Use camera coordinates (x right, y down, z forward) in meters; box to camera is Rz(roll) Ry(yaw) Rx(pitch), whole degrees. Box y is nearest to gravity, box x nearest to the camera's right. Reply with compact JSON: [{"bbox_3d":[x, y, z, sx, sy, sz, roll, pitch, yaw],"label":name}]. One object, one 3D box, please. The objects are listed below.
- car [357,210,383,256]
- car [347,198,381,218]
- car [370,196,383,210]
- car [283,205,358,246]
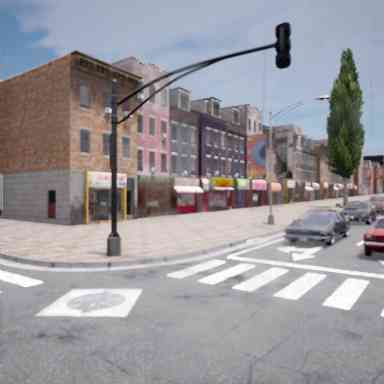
[{"bbox_3d":[7.724,1.580,12.403,1.895,1.301,4.718,0,0,36],"label":"car"},{"bbox_3d":[11.866,1.417,23.659,1.837,1.490,4.892,0,0,36],"label":"car"},{"bbox_3d":[17.886,1.164,31.916,2.097,1.767,4.553,0,0,36],"label":"car"},{"bbox_3d":[6.104,1.536,15.704,2.033,1.411,5.357,0,0,36],"label":"car"}]
